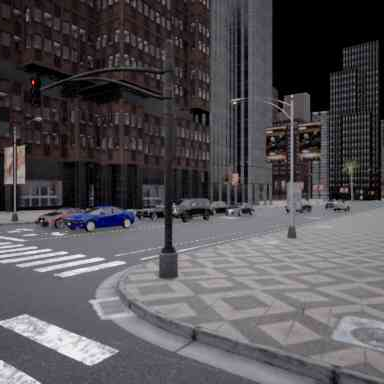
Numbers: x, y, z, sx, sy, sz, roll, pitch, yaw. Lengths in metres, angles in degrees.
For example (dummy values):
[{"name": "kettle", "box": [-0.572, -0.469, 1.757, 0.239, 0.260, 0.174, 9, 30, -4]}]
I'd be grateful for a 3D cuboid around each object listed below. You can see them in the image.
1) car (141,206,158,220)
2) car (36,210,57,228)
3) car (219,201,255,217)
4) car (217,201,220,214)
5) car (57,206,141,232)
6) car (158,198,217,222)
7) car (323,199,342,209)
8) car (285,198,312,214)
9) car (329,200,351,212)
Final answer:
[{"name": "car", "box": [-3.250, 1.972, 31.951, 1.895, 1.301, 4.718, 0, -1, 35]}, {"name": "car", "box": [-8.920, 1.793, 23.899, 1.994, 1.385, 4.181, 0, -1, 36]}, {"name": "car", "box": [5.643, 2.025, 38.912, 2.128, 1.511, 4.902, 0, -1, 35]}, {"name": "car", "box": [2.573, 1.871, 40.203, 2.097, 1.767, 4.553, 0, -1, 35]}, {"name": "car", "box": [-6.055, 1.716, 22.327, 1.882, 1.535, 5.008, 0, -1, 35]}, {"name": "car", "box": [-0.281, 1.605, 30.520, 2.150, 2.045, 5.566, 0, -1, 35]}, {"name": "car", "box": [26.377, 2.510, 62.389, 1.837, 1.490, 4.892, 0, -1, 35]}, {"name": "car", "box": [14.905, 1.921, 46.101, 2.150, 2.045, 5.566, 0, -1, 35]}, {"name": "car", "box": [24.213, 2.429, 53.656, 2.033, 1.411, 5.357, 0, -1, 34]}]
